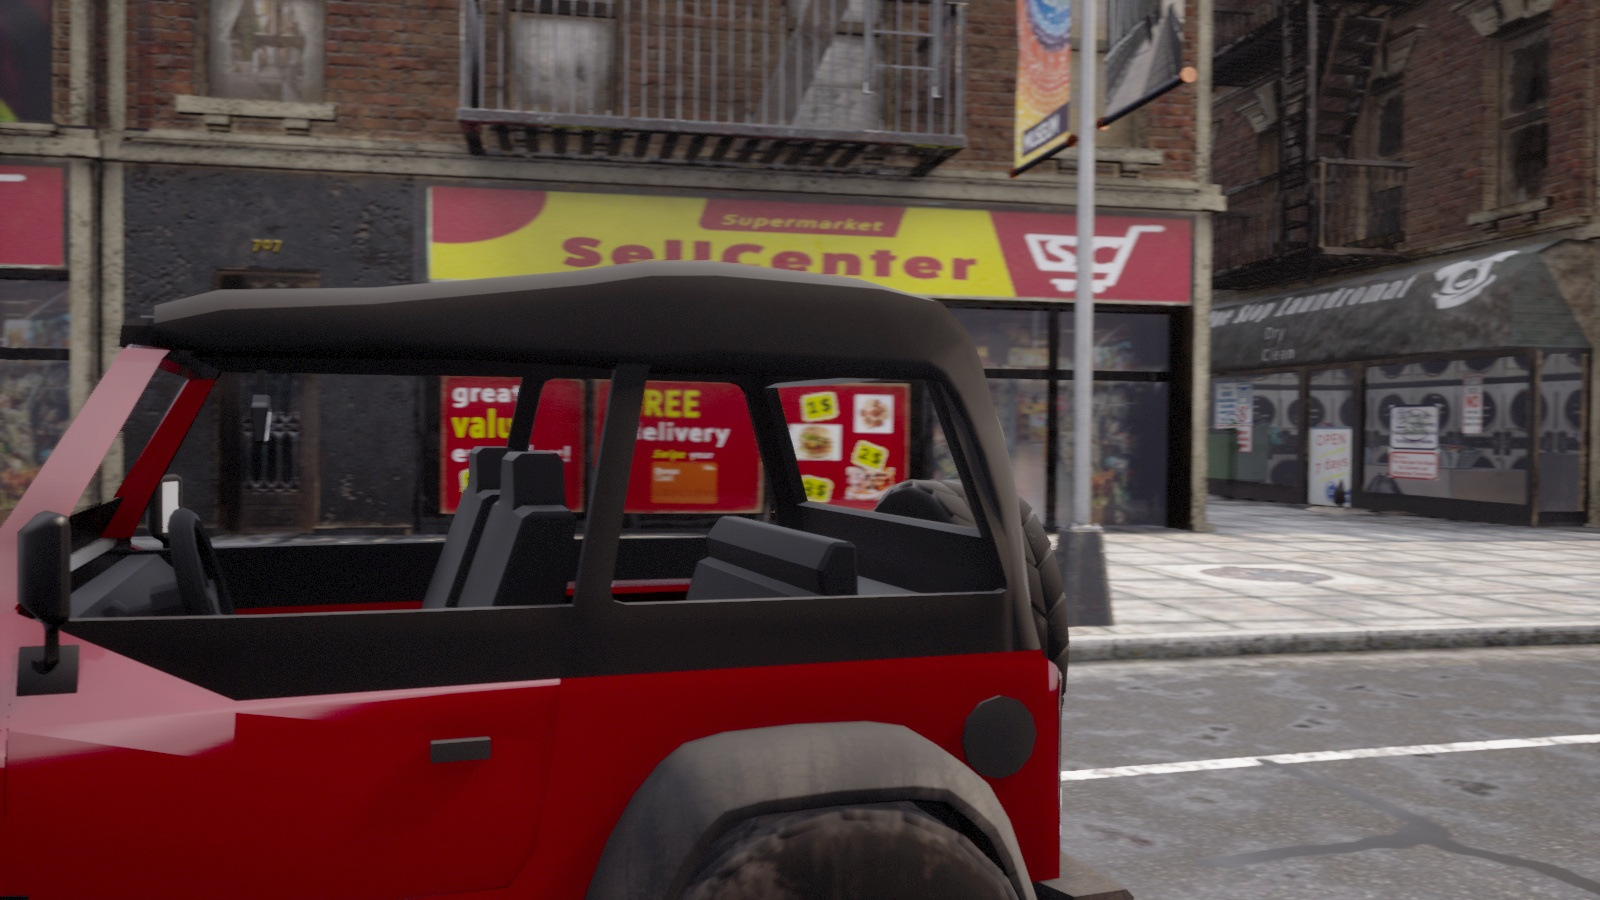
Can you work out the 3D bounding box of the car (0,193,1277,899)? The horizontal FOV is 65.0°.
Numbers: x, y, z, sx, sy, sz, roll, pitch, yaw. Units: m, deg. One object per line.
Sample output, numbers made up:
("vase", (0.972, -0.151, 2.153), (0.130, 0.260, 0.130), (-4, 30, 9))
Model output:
("car", (-1.156, 0.556, 2.814), (3.866, 1.878, 1.905), (-1, 1, -21))
